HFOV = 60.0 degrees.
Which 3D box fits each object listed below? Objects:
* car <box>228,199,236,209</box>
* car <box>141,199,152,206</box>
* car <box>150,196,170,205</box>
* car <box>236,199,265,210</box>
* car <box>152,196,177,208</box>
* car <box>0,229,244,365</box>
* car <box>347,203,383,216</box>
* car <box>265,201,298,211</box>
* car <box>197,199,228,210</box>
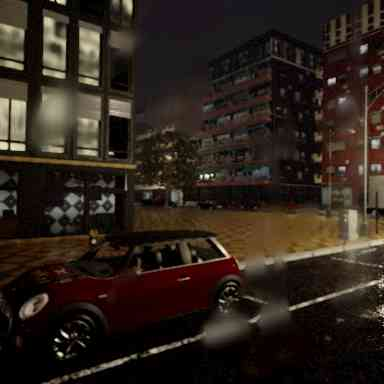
[{"bbox_3d":[5.966,1.866,54.651,1.967,1.590,4.097,1,-1,-35],"label":"car"},{"bbox_3d":[-7.425,1.871,59.085,1.887,1.381,4.507,1,-1,-35],"label":"car"},{"bbox_3d":[-7.118,1.864,73.181,2.192,1.841,5.009,1,-1,-35],"label":"car"},{"bbox_3d":[9.237,1.940,50.018,1.887,1.381,4.507,1,-1,-35],"label":"car"},{"bbox_3d":[-4.154,1.840,54.453,1.887,1.381,4.507,1,-1,-35],"label":"car"},{"bbox_3d":[-1.075,1.450,5.777,4.097,1.590,1.967,0,1,-35],"label":"car"},{"bbox_3d":[19.050,1.870,36.122,1.947,1.339,4.313,1,-1,-35],"label":"car"},{"bbox_3d":[12.507,1.947,45.385,1.802,1.307,4.206,1,-1,-35],"label":"car"},{"bbox_3d":[2.389,1.785,45.189,2.008,1.369,4.403,1,-1,-35],"label":"car"}]
